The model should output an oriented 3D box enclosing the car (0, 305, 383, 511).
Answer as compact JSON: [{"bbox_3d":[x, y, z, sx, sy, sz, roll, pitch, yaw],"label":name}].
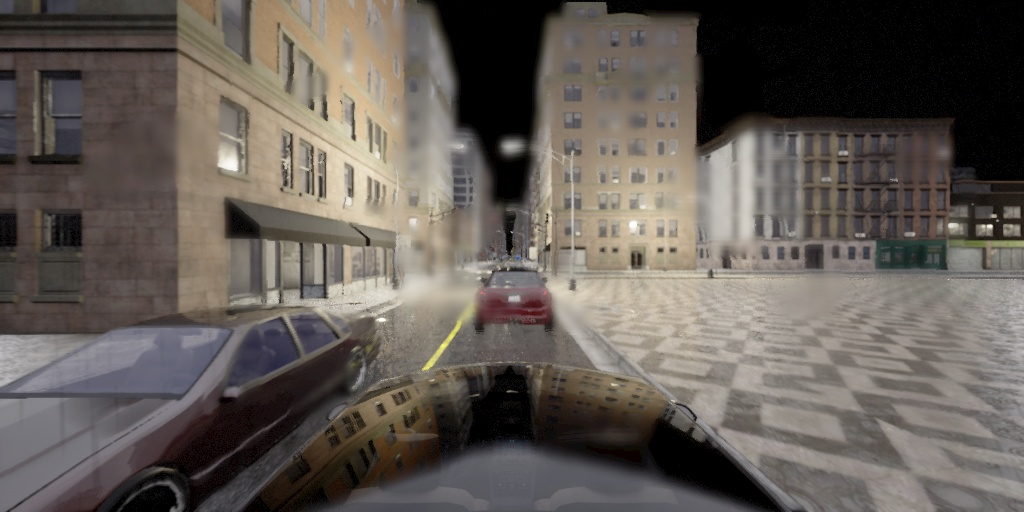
[{"bbox_3d":[-3.099,1.295,3.791,2.033,1.411,5.357,0,0,0],"label":"car"}]

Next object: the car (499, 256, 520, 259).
[{"bbox_3d":[0.032,1.074,24.556,2.097,1.767,4.553,0,0,-1],"label":"car"}]

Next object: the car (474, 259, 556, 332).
[{"bbox_3d":[0.094,1.090,11.016,2.097,1.767,4.553,0,0,0],"label":"car"}]
